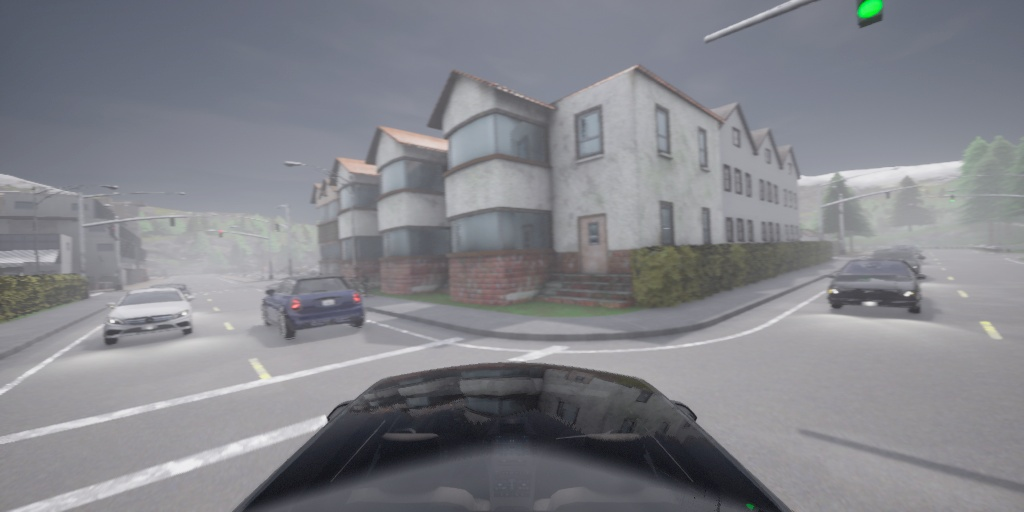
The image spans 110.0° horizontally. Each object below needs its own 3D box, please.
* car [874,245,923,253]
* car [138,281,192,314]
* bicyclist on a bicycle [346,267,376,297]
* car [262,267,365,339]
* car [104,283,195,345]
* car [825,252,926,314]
[{"bbox_3d":[19.500,0.380,18.345,4.892,1.490,1.837,-3,0,-41],"label":"car"},{"bbox_3d":[-18.754,2.172,19.576,1.895,1.301,4.718,-3,0,-42],"label":"car"},{"bbox_3d":[-7.893,1.392,18.663,1.656,1.620,0.582,-3,0,-42],"label":"bicyclist on a bicycle"},{"bbox_3d":[-6.537,1.386,11.563,2.097,1.767,4.553,-3,0,-42],"label":"car"},{"bbox_3d":[-11.770,1.792,11.810,1.812,1.442,4.674,-3,0,-42],"label":"car"},{"bbox_3d":[11.411,0.787,11.223,5.357,1.411,2.033,-3,0,-41],"label":"car"}]
